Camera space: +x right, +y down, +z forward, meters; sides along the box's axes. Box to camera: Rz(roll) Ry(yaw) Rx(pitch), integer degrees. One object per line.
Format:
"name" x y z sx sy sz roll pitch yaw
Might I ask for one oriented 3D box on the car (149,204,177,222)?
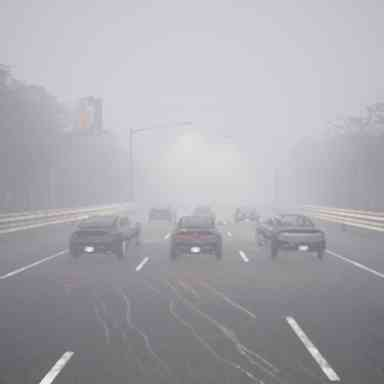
"car" -2.466 1.767 29.047 1.882 1.535 5.008 0 0 5

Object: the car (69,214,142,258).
"car" -3.280 1.640 13.388 1.837 1.490 4.892 0 0 2

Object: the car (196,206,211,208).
"car" 0.977 1.846 28.176 1.994 1.385 4.181 0 0 4

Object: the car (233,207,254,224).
"car" 4.436 1.877 27.612 1.895 1.301 4.718 0 -1 4

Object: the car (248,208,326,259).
"car" 3.718 1.624 13.205 2.128 1.511 4.902 0 0 2

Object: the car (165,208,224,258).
"car" 0.219 1.639 13.300 1.837 1.490 4.892 0 0 2
